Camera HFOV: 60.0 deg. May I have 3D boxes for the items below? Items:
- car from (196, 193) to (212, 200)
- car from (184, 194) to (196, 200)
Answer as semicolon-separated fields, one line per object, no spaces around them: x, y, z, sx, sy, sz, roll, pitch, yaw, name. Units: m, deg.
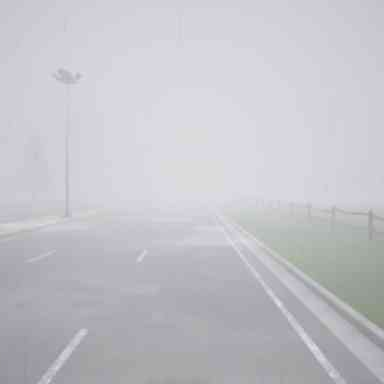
3.391;1.187;93.192;2.150;2.045;5.566;0;0;11;car
-0.004;1.514;94.099;2.033;1.411;5.357;0;0;11;car
